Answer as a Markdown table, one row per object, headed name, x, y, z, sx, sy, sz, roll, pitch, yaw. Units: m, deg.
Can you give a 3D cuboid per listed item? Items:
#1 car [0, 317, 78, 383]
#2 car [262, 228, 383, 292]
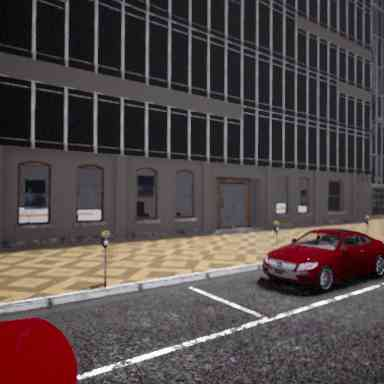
| name | x | y | z | sx | sy | sz | roll | pitch | yaw |
| --- | --- | --- | --- | --- | --- | --- | --- | --- | --- |
| car | -2.983 | 1.466 | 1.248 | 5.008 | 1.535 | 1.882 | 1 | -1 | -35 |
| car | 3.800 | 1.689 | 9.177 | 4.206 | 1.307 | 1.802 | 1 | -1 | -35 |
